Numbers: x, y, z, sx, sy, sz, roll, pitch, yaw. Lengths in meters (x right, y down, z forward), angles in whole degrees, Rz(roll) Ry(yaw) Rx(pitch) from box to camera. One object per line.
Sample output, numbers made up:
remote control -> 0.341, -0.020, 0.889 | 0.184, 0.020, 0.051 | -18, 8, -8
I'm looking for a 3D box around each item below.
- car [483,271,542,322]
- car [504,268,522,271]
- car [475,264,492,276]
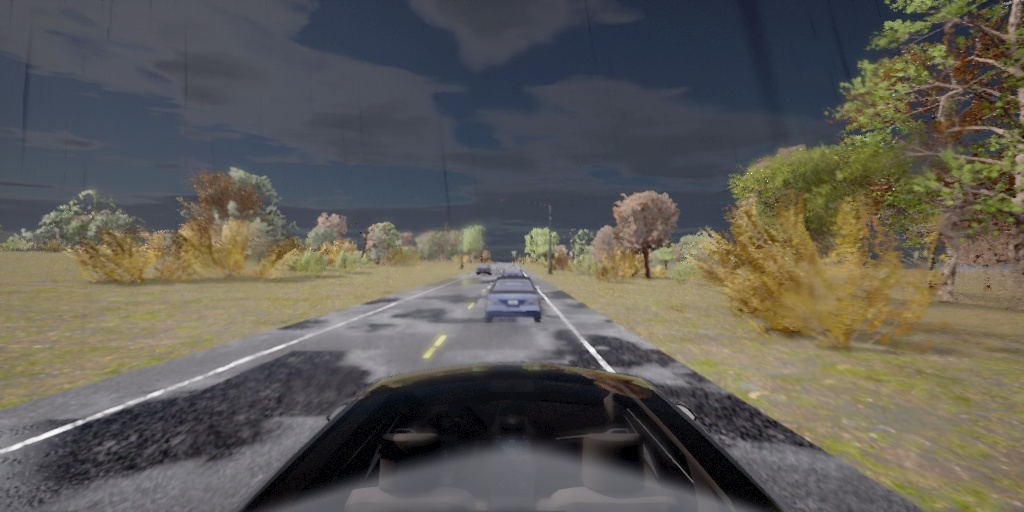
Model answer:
car -> 0.058, 1.418, 12.877 | 2.033, 1.411, 5.357 | 0, -1, 0
car -> 0.063, 1.671, 31.107 | 1.895, 1.301, 4.718 | 0, -1, 0
car -> -3.620, 1.794, 46.707 | 2.033, 1.411, 5.357 | 0, -1, 0
